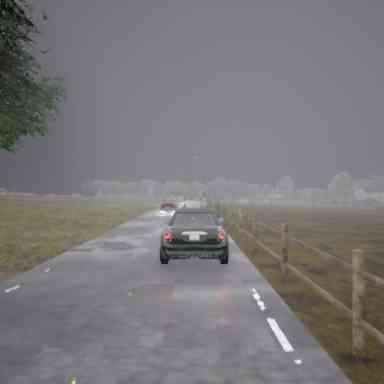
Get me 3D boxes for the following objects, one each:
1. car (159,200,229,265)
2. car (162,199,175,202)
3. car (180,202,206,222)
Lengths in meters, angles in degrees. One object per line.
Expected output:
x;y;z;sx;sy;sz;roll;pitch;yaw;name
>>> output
0.079;1.323;11.759;2.097;1.767;4.553;0;0;0;car
-2.839;1.507;41.203;1.895;1.301;4.718;0;0;0;car
0.076;1.513;26.179;1.895;1.301;4.718;0;0;0;car
